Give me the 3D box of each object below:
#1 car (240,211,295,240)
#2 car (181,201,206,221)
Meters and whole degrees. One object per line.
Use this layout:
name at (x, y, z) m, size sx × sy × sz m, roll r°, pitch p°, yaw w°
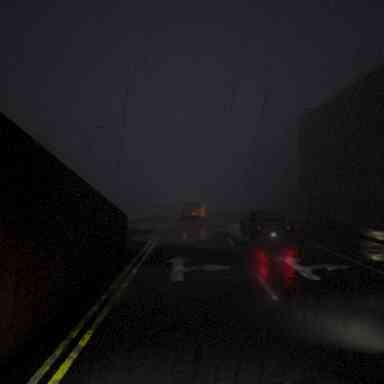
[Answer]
car at (3.601, 1.605, 16.922) m, size 1.895 × 1.301 × 4.718 m, roll 0°, pitch 0°, yaw 0°
car at (0.103, 1.485, 27.454) m, size 1.882 × 1.535 × 5.008 m, roll 0°, pitch 0°, yaw 0°
